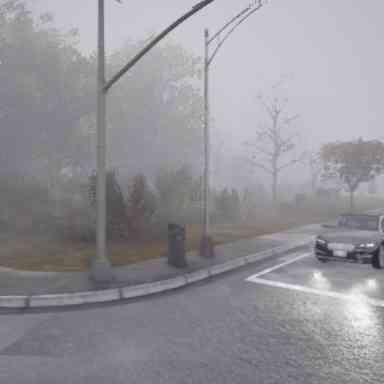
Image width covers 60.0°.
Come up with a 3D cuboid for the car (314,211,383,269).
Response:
[{"bbox_3d":[5.771,1.492,11.418,2.128,1.511,4.902,0,0,39],"label":"car"}]

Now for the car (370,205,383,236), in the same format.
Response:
[{"bbox_3d":[11.882,1.542,19.018,2.033,1.411,5.357,0,0,39],"label":"car"}]
